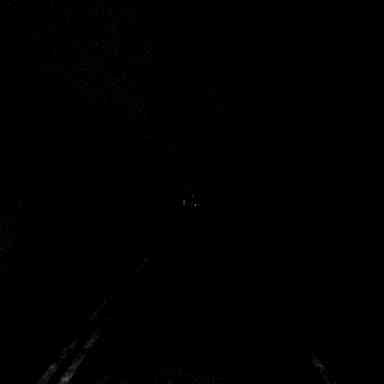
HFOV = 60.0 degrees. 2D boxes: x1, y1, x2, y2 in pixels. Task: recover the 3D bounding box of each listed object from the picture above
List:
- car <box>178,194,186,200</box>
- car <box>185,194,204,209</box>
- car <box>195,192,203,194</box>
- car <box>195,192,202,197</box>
[{"bbox_3d":[-2.004,1.147,74.156,1.895,1.301,4.718,0,1,2],"label":"car"},{"bbox_3d":[0.478,1.315,43.021,1.837,1.490,4.892,0,0,1],"label":"car"},{"bbox_3d":[1.532,1.011,83.014,1.994,1.385,4.181,0,1,2],"label":"car"},{"bbox_3d":[1.839,0.708,93.013,1.837,1.490,4.892,0,1,2],"label":"car"}]
